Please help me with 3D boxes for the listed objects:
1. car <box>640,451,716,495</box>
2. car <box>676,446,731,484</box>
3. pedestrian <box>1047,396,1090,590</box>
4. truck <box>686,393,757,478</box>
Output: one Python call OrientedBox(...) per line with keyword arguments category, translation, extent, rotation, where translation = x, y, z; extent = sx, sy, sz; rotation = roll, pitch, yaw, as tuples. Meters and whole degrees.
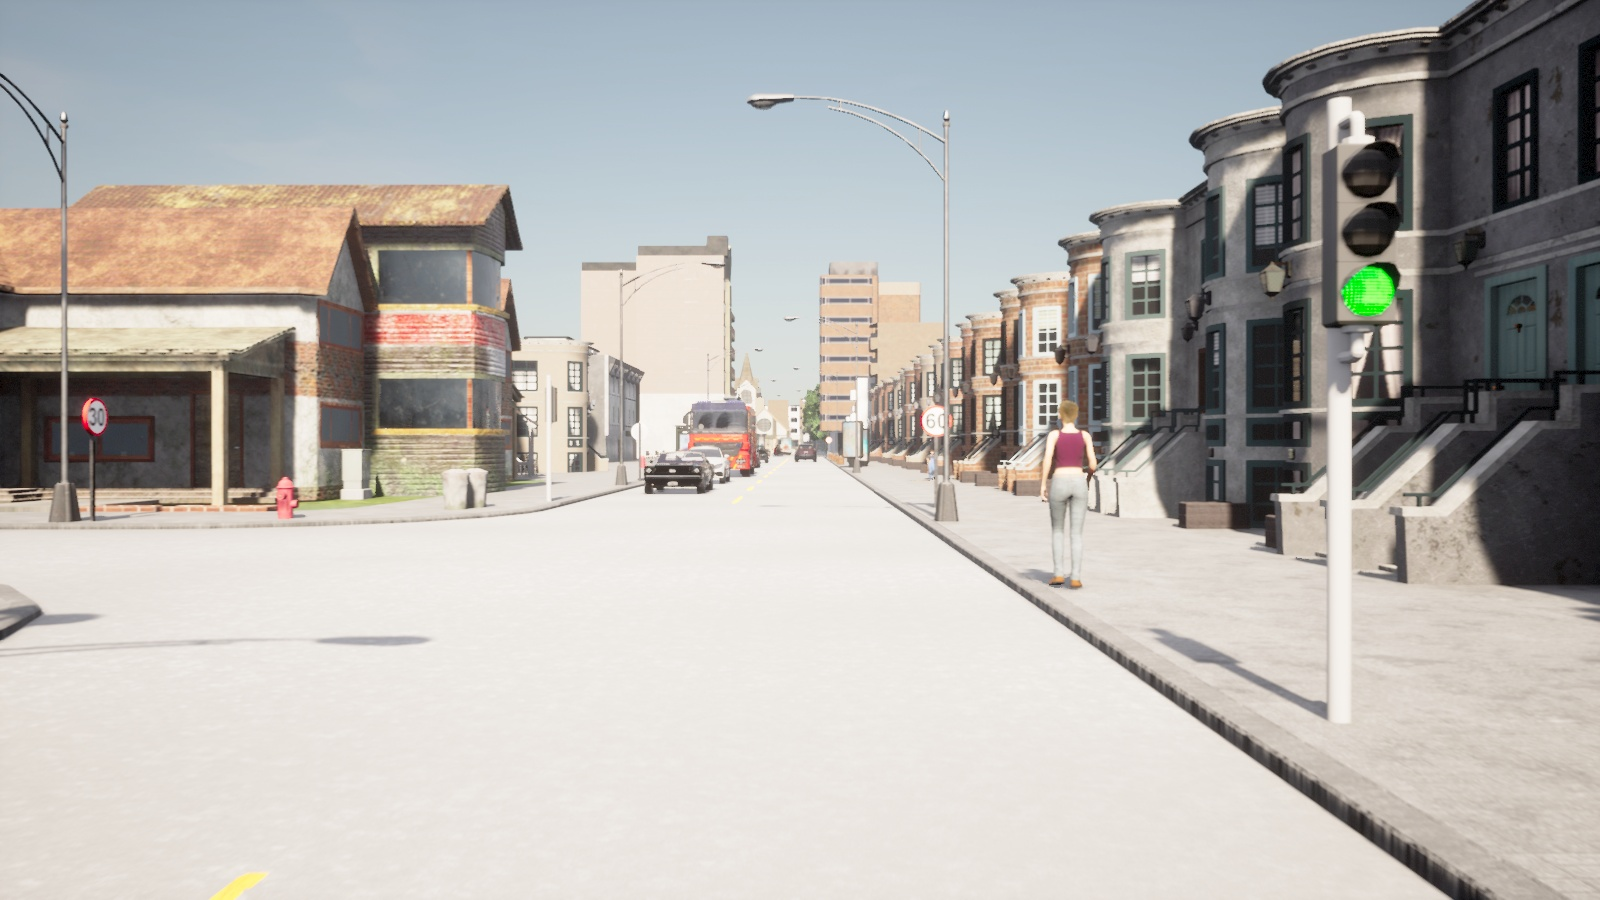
OrientedBox(category="car", translation=(-3.808, 0.682, 39.871), extent=(1.895, 1.301, 4.718), rotation=(0, 0, 0))
OrientedBox(category="car", translation=(-3.764, 0.567, 49.664), extent=(1.812, 1.442, 4.674), rotation=(0, 0, 0))
OrientedBox(category="pedestrian", translation=(2.600, 0.409, 12.186), extent=(0.345, 1.836, 0.594), rotation=(0, 0, 6))
OrientedBox(category="truck", translation=(-3.707, -0.670, 61.210), extent=(2.891, 3.827, 8.468), rotation=(0, 0, 0))
